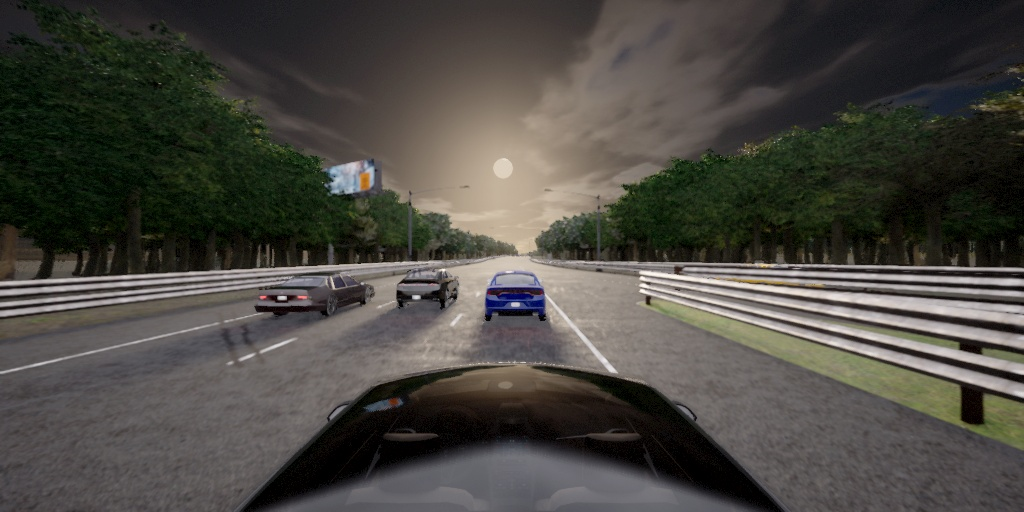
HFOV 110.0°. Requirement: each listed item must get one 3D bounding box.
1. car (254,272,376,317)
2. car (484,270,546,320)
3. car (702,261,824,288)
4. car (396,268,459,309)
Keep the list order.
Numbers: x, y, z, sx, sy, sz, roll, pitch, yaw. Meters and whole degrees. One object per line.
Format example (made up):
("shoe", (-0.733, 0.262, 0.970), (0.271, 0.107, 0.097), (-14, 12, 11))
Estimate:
("car", (-6.898, 1.313, 13.267), (2.033, 1.411, 5.357), (0, 0, 0))
("car", (0.102, 1.242, 12.729), (1.882, 1.535, 5.008), (0, 0, 0))
("car", (11.333, 1.028, 16.872), (1.801, 1.575, 5.366), (0, 0, -12))
("car", (-3.397, 1.261, 15.174), (2.128, 1.511, 4.902), (0, 0, 0))
